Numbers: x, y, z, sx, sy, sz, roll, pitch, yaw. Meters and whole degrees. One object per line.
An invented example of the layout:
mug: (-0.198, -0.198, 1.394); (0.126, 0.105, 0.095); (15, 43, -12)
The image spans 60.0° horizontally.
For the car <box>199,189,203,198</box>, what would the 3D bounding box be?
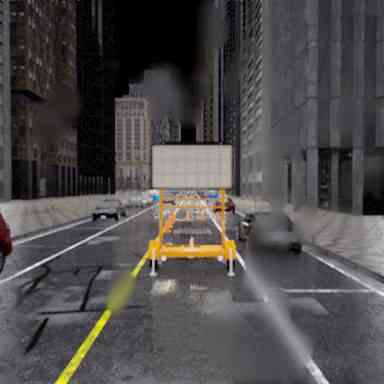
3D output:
car: (2.786, 0.676, 63.266); (1.802, 1.307, 4.206); (0, 1, 0)

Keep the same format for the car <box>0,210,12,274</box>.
car: (-5.764, 1.215, 6.859); (2.192, 1.841, 5.009); (0, 1, 0)

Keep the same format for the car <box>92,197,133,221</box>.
car: (-5.756, 1.224, 23.784); (1.947, 1.339, 4.313); (0, 1, 0)

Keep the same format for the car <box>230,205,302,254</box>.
car: (2.765, 1.385, 12.505); (1.947, 1.339, 4.313); (0, 1, 0)

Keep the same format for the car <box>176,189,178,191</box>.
car: (-5.728, 0.233, 91.467); (1.887, 1.381, 4.507); (0, 1, 0)

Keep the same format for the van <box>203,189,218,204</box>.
van: (2.778, 0.677, 46.342); (1.690, 1.788, 3.998); (0, 1, 0)

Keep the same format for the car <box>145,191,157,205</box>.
car: (-5.749, 0.944, 40.533); (1.752, 1.417, 4.829); (0, 1, 0)

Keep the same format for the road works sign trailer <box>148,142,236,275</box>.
road works sign trailer: (0.004, 0.321, 9.875); (2.380, 3.560, 2.880); (0, 1, 0)

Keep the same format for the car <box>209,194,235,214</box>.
car: (2.772, 1.123, 29.425); (1.887, 1.381, 4.507); (0, 1, 0)

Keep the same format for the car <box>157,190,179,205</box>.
car: (-3.066, 0.892, 42.758); (1.837, 1.490, 4.892); (0, 1, 0)

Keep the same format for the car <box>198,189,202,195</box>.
car: (2.788, 0.595, 68.906); (1.802, 1.307, 4.206); (0, 1, 0)

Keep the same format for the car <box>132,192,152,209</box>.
car: (-5.751, 1.048, 35.064); (2.008, 1.369, 4.403); (0, 1, 0)

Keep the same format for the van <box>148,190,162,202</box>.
van: (-5.745, 0.596, 51.981); (1.690, 1.788, 3.998); (0, 1, 0)

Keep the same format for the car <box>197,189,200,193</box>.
car: (2.790, 0.498, 74.546); (1.947, 1.339, 4.313); (0, 1, 0)

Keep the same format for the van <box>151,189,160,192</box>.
van: (-5.747, 0.677, 46.341); (1.690, 1.788, 3.998); (0, 1, 0)
